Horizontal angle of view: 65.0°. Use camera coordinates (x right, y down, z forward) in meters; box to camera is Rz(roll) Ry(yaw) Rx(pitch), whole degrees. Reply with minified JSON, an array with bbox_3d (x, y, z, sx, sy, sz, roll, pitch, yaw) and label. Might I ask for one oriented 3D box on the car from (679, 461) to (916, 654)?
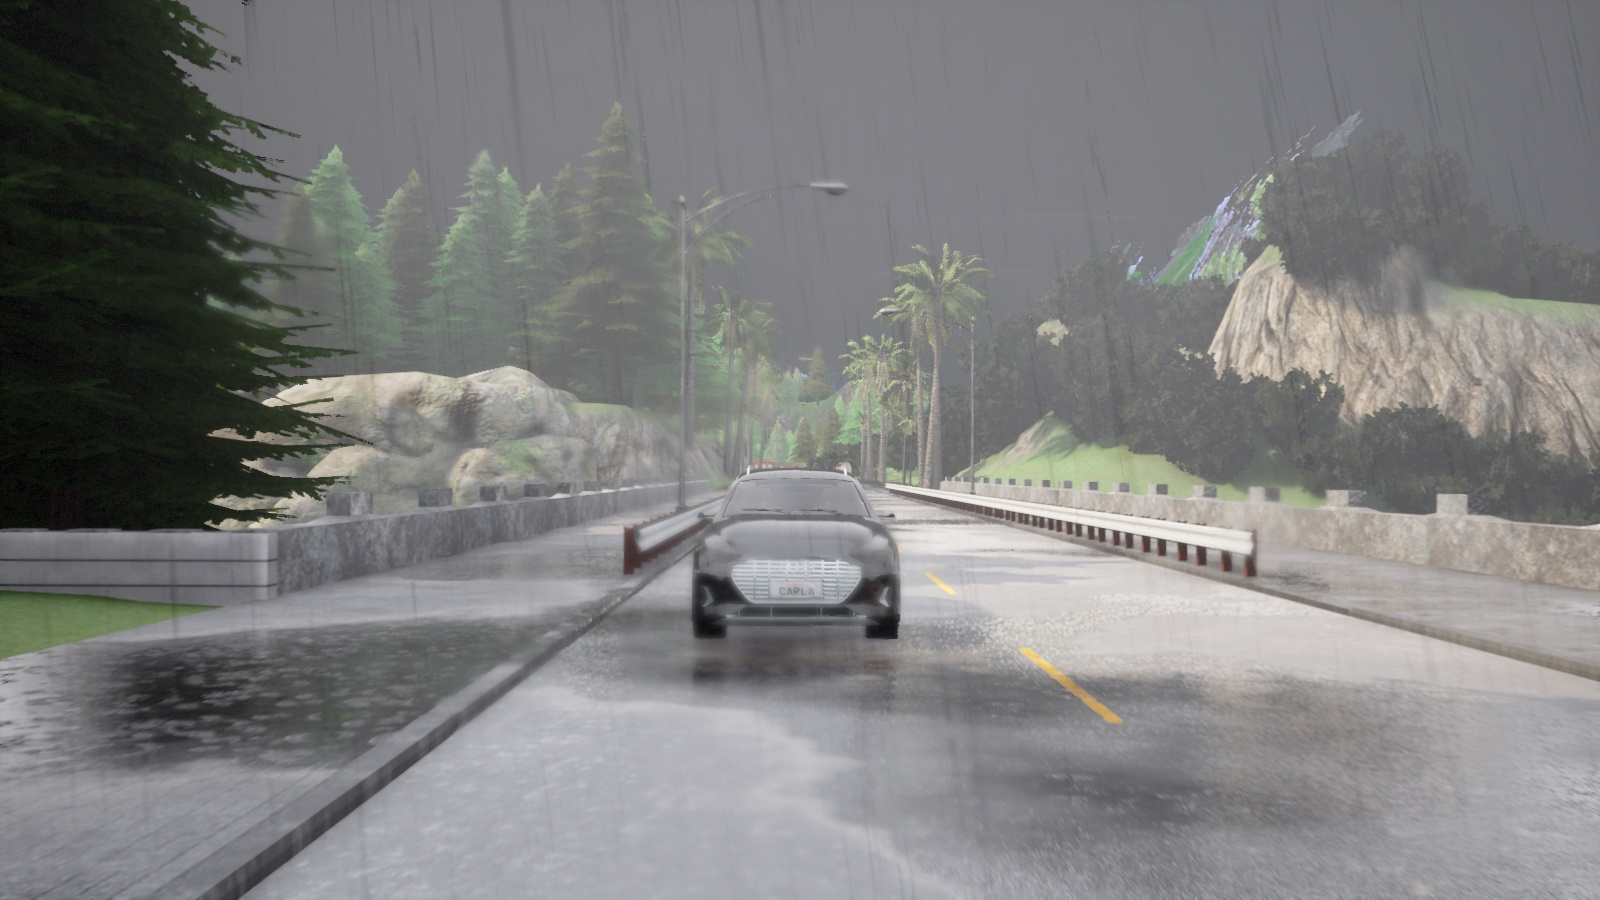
[{"bbox_3d":[-0.029,0.966,13.232,2.033,1.649,4.856,0,-1,0],"label":"car"}]
